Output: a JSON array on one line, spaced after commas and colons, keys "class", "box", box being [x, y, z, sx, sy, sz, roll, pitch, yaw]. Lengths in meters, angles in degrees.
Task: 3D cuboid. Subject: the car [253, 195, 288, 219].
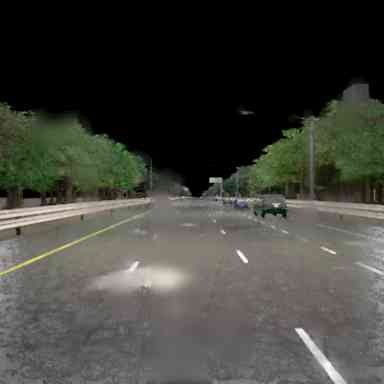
[{"class": "car", "box": [7.040, 1.281, 30.355, 2.150, 2.045, 5.566, 0, 0, 0]}]

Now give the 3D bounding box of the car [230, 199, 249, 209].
[{"class": "car", "box": [7.117, 1.734, 49.300, 1.812, 1.442, 4.674, 0, -1, 0]}]

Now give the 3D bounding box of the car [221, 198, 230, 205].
[{"class": "car", "box": [7.237, 1.977, 68.655, 1.812, 1.442, 4.674, 0, -1, 0]}]
